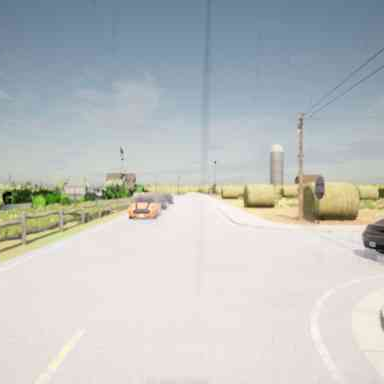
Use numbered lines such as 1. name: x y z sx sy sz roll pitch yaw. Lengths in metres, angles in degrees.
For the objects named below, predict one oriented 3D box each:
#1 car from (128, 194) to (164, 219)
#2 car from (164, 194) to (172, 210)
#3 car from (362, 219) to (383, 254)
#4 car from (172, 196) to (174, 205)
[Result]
1. car: -3.611 1.084 25.988 2.097 1.767 4.553 0 1 0
2. car: -3.615 1.173 36.423 2.033 1.411 5.357 0 1 0
3. car: 8.202 1.427 10.994 4.892 1.490 1.837 0 -2 -7
4. car: -3.609 1.016 47.668 1.837 1.490 4.892 0 0 0
